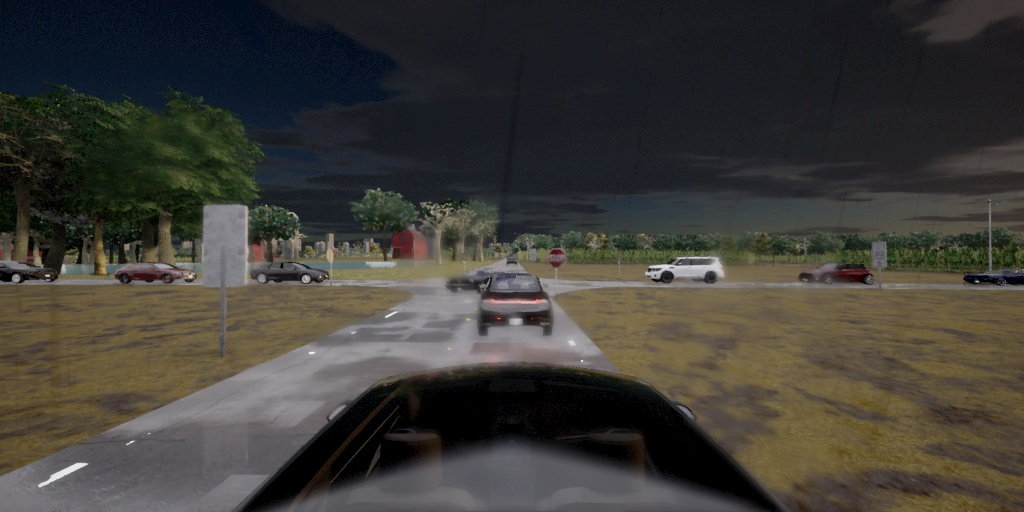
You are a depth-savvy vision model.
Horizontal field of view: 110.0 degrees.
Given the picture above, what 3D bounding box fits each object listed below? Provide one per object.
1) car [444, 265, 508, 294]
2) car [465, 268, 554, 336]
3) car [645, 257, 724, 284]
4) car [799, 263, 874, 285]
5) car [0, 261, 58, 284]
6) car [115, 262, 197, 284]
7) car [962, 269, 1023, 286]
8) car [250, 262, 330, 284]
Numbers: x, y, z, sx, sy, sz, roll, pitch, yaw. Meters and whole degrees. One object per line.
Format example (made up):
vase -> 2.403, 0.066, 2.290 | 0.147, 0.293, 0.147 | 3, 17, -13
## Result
car -> -1.741, 1.349, 19.993 | 1.895, 1.301, 4.718 | 0, 0, 25
car -> 0.059, 1.243, 10.360 | 2.128, 1.511, 4.902 | 0, 0, -1
car -> 13.340, 1.085, 27.793 | 5.566, 2.045, 2.150 | 0, -1, 1
car -> 25.004, 1.302, 27.770 | 4.553, 1.767, 2.097 | 0, -1, 0
car -> -34.631, 1.085, 24.808 | 5.008, 1.535, 1.882 | 0, -1, 0
car -> -24.574, 1.151, 24.801 | 4.674, 1.442, 1.812 | 0, -1, 0
car -> 38.216, 1.670, 27.748 | 4.718, 1.301, 1.895 | 1, -1, 0
car -> -15.287, 1.163, 24.859 | 4.892, 1.490, 1.837 | 0, -1, -2
